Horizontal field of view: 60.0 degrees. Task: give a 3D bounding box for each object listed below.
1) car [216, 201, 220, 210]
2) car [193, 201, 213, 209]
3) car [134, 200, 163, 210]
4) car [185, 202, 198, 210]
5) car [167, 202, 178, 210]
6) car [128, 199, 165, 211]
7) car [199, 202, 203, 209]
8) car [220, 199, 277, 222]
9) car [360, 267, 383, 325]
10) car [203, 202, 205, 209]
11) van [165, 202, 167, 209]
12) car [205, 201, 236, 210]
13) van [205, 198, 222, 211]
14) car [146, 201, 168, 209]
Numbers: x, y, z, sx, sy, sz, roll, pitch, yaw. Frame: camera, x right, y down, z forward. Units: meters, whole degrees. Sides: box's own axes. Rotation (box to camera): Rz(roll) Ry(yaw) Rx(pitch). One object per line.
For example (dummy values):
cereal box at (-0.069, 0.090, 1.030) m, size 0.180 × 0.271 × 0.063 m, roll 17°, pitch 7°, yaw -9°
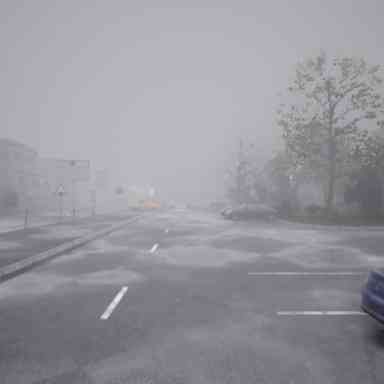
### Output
car at (5.044, 1.905, 32.579) m, size 4.674 × 1.452 × 2.002 m, roll 0°, pitch -1°, yaw 0°
car at (2.656, 3.177, 80.367) m, size 4.553 × 1.767 × 2.097 m, roll 3°, pitch -4°, yaw -40°
car at (-7.375, 2.223, 56.831) m, size 4.553 × 1.767 × 2.185 m, roll 0°, pitch -2°, yaw -1°
car at (-0.288, 2.686, 63.150) m, size 1.895 × 1.301 × 4.718 m, roll 0°, pitch -2°, yaw -1°
car at (-3.571, 2.616, 63.589) m, size 1.837 × 1.490 × 4.892 m, roll 0°, pitch -2°, yaw 0°
car at (-7.566, 2.261, 53.909) m, size 5.366 × 1.575 × 1.946 m, roll 0°, pitch -2°, yaw 0°
car at (4.767, 2.364, 64.545) m, size 5.566 × 2.045 × 2.435 m, roll 0°, pitch -2°, yaw -1°
car at (5.116, 1.701, 29.411) m, size 4.553 × 1.767 × 2.185 m, roll 0°, pitch -1°, yaw 0°
car at (5.082, 1.581, 5.075) m, size 4.674 × 1.452 × 2.002 m, roll 0°, pitch -1°, yaw 0°
car at (5.053, 2.330, 56.164) m, size 5.366 × 1.575 × 1.946 m, roll 0°, pitch -2°, yaw 0°
van at (-7.317, 2.223, 59.871) m, size 4.442 × 1.987 × 1.878 m, roll 0°, pitch -2°, yaw -1°
car at (5.030, 2.413, 58.824) m, size 5.366 × 1.575 × 1.946 m, roll 0°, pitch -2°, yaw -1°
van at (4.775, 2.026, 53.375) m, size 4.442 × 1.987 × 1.878 m, roll 0°, pitch -2°, yaw 0°
car at (-7.542, 2.796, 72.002) m, size 4.553 × 1.767 × 2.185 m, roll 0°, pitch -2°, yaw -1°
